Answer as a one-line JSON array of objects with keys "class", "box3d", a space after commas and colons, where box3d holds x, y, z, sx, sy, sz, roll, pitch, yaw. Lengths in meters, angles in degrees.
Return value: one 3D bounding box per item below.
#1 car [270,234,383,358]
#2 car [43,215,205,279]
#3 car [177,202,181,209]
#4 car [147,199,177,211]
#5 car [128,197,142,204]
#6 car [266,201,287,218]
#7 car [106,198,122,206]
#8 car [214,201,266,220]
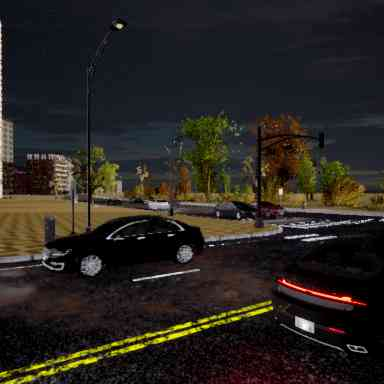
[{"class": "car", "box3d": [3.490, 1.504, 5.758, 4.892, 1.490, 1.837, 0, 0, -34]}, {"class": "car", "box3d": [-1.874, 1.505, 10.138, 4.892, 1.490, 1.837, 0, 0, -34]}, {"class": "car", "box3d": [-3.571, 1.639, 47.590, 2.033, 1.411, 5.357, 0, 0, -31]}, {"class": "car", "box3d": [-4.161, 1.621, 42.278, 1.812, 1.442, 4.674, 0, 0, -31]}, {"class": "car", "box3d": [-11.803, 1.681, 68.834, 1.994, 1.385, 4.181, 0, 0, -29]}, {"class": "car", "box3d": [6.638, 1.573, 30.875, 1.812, 1.442, 4.674, 0, 0, -30]}, {"class": "car", "box3d": [-13.845, 1.724, 58.921, 1.994, 1.385, 4.181, 0, 0, -30]}, {"class": "car", "box3d": [3.837, 1.564, 29.240, 1.837, 1.490, 4.892, 0, 0, -32]}]
